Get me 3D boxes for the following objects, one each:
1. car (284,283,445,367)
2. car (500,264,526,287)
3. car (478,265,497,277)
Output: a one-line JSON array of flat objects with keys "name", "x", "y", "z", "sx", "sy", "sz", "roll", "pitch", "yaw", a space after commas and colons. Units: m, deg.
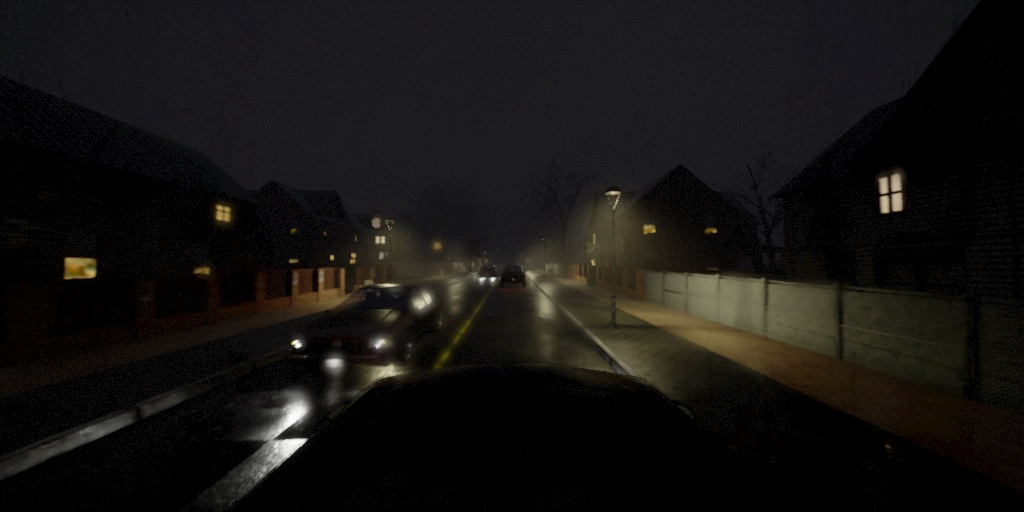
[{"name": "car", "x": -2.852, "y": 1.369, "z": 8.429, "sx": 2.033, "sy": 1.411, "sz": 5.357, "roll": 0, "pitch": -1, "yaw": 0}, {"name": "car", "x": 0.089, "y": 1.518, "z": 27.877, "sx": 1.882, "sy": 1.535, "sz": 5.008, "roll": 0, "pitch": 0, "yaw": 0}, {"name": "car", "x": -2.859, "y": 1.778, "z": 42.811, "sx": 1.994, "sy": 1.385, "sz": 4.181, "roll": 0, "pitch": -1, "yaw": 0}]
